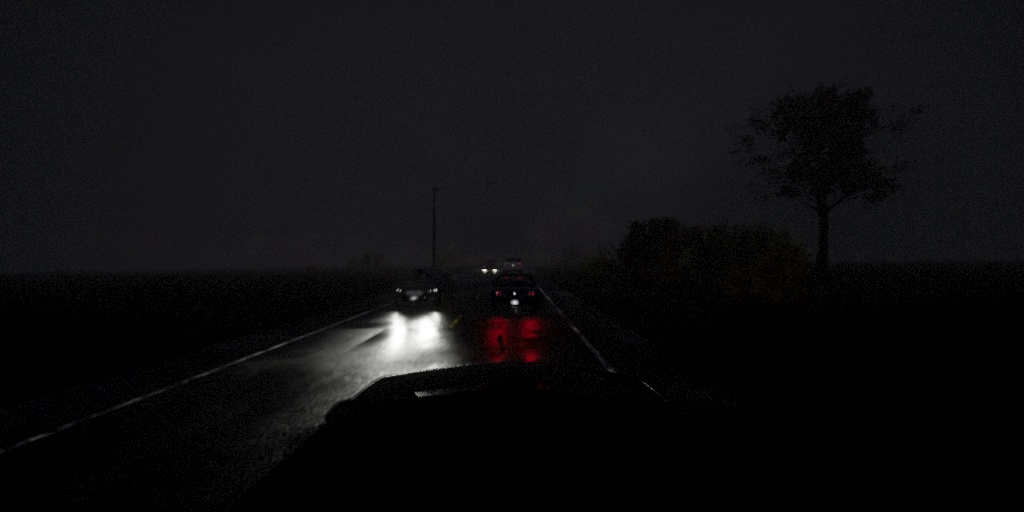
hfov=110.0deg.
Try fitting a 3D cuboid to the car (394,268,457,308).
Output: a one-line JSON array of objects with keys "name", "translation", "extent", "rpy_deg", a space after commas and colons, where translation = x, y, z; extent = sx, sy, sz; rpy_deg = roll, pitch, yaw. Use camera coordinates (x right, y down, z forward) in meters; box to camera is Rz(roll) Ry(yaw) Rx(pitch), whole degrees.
[{"name": "car", "translation": [-3.591, 1.287, 15.573], "extent": [2.128, 1.511, 4.902], "rpy_deg": [0, 0, 0]}]

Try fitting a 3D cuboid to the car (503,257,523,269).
[{"name": "car", "translation": [0.112, 1.095, 43.047], "extent": [2.150, 2.045, 5.566], "rpy_deg": [0, 0, 0]}]

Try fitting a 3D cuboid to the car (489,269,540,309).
[{"name": "car", "translation": [0.105, 1.396, 15.277], "extent": [1.895, 1.301, 4.718], "rpy_deg": [0, 0, 0]}]

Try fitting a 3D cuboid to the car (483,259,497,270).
[{"name": "car", "translation": [-3.507, 1.269, 58.368], "extent": [2.097, 1.767, 4.553], "rpy_deg": [0, 0, 0]}]
